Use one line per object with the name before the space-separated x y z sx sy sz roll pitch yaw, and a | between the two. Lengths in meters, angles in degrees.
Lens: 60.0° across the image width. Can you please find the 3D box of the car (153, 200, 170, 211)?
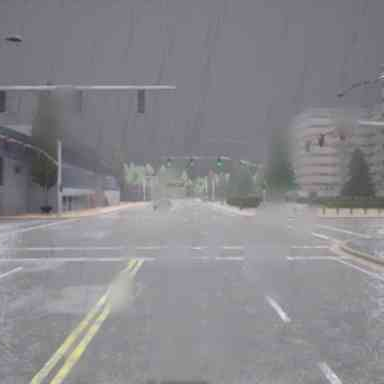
car | -4.941 2.136 52.076 1.812 1.442 4.674 0 -1 -1
